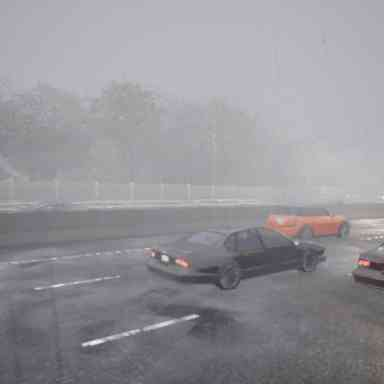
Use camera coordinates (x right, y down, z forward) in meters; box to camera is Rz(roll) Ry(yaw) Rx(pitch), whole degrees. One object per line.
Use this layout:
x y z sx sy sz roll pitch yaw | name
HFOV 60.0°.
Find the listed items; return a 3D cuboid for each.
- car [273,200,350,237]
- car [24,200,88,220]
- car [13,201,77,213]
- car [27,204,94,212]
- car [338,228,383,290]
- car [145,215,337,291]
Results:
5.812 1.427 16.494 4.553 1.767 2.097 0 0 -36 | car
-12.119 1.529 29.742 4.902 1.511 2.128 0 0 -35 | car
-11.310 1.521 26.020 4.902 1.511 2.128 0 0 -35 | car
-7.174 1.631 20.373 4.718 1.301 1.895 0 0 -36 | car
6.047 1.596 8.064 5.357 1.411 2.033 0 0 -36 | car
1.435 1.580 9.074 5.357 1.411 2.033 0 0 -36 | car
